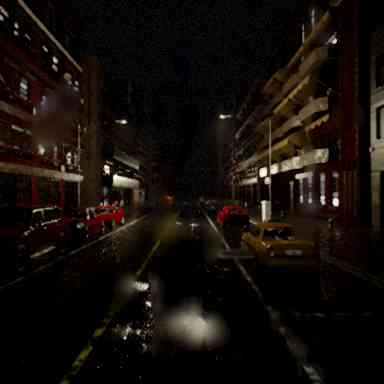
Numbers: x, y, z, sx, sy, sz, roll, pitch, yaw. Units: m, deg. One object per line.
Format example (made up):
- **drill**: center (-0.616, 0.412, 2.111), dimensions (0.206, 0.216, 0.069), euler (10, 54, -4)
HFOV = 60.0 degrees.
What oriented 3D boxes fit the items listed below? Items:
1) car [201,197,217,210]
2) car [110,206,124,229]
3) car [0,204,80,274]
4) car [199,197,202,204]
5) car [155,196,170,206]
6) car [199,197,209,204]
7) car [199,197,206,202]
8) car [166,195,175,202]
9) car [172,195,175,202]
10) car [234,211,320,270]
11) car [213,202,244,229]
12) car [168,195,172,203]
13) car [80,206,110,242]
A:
- **car**: center (2.650, 1.713, 44.708), dimensions (2.008, 1.369, 4.403), euler (0, 0, 0)
- **car**: center (-5.710, 1.627, 22.160), dimensions (1.887, 1.381, 4.507), euler (0, 0, 0)
- **car**: center (-5.698, 1.356, 10.888), dimensions (2.192, 1.841, 5.009), euler (0, 0, 0)
- **car**: center (2.629, 1.767, 67.423), dimensions (1.752, 1.417, 4.829), euler (0, 0, 0)
- **car**: center (-5.747, 1.773, 61.612), dimensions (2.008, 1.369, 4.403), euler (0, 0, 0)
- **car**: center (2.623, 1.826, 72.889), dimensions (1.947, 1.339, 4.313), euler (0, 0, 0)
- **car**: center (2.612, 1.882, 84.161), dimensions (1.802, 1.307, 4.206), euler (0, 0, 0)
- **car**: center (-5.773, 1.635, 89.795), dimensions (2.192, 1.841, 5.009), euler (0, 0, 0)
- **car**: center (-5.763, 1.825, 78.522), dimensions (1.887, 1.381, 4.507), euler (0, 0, 0)
- **car**: center (2.681, 1.566, 11.061), dimensions (1.752, 1.417, 4.829), euler (0, 0, 0)
- **car**: center (2.670, 1.626, 22.164), dimensions (1.887, 1.381, 4.507), euler (0, 0, 0)
- **car**: center (-5.753, 1.792, 67.249), dimensions (2.008, 1.369, 4.403), euler (0, 0, 0)
- **car**: center (-5.705, 1.502, 16.523), dimensions (1.967, 1.590, 4.097), euler (0, 0, 0)
